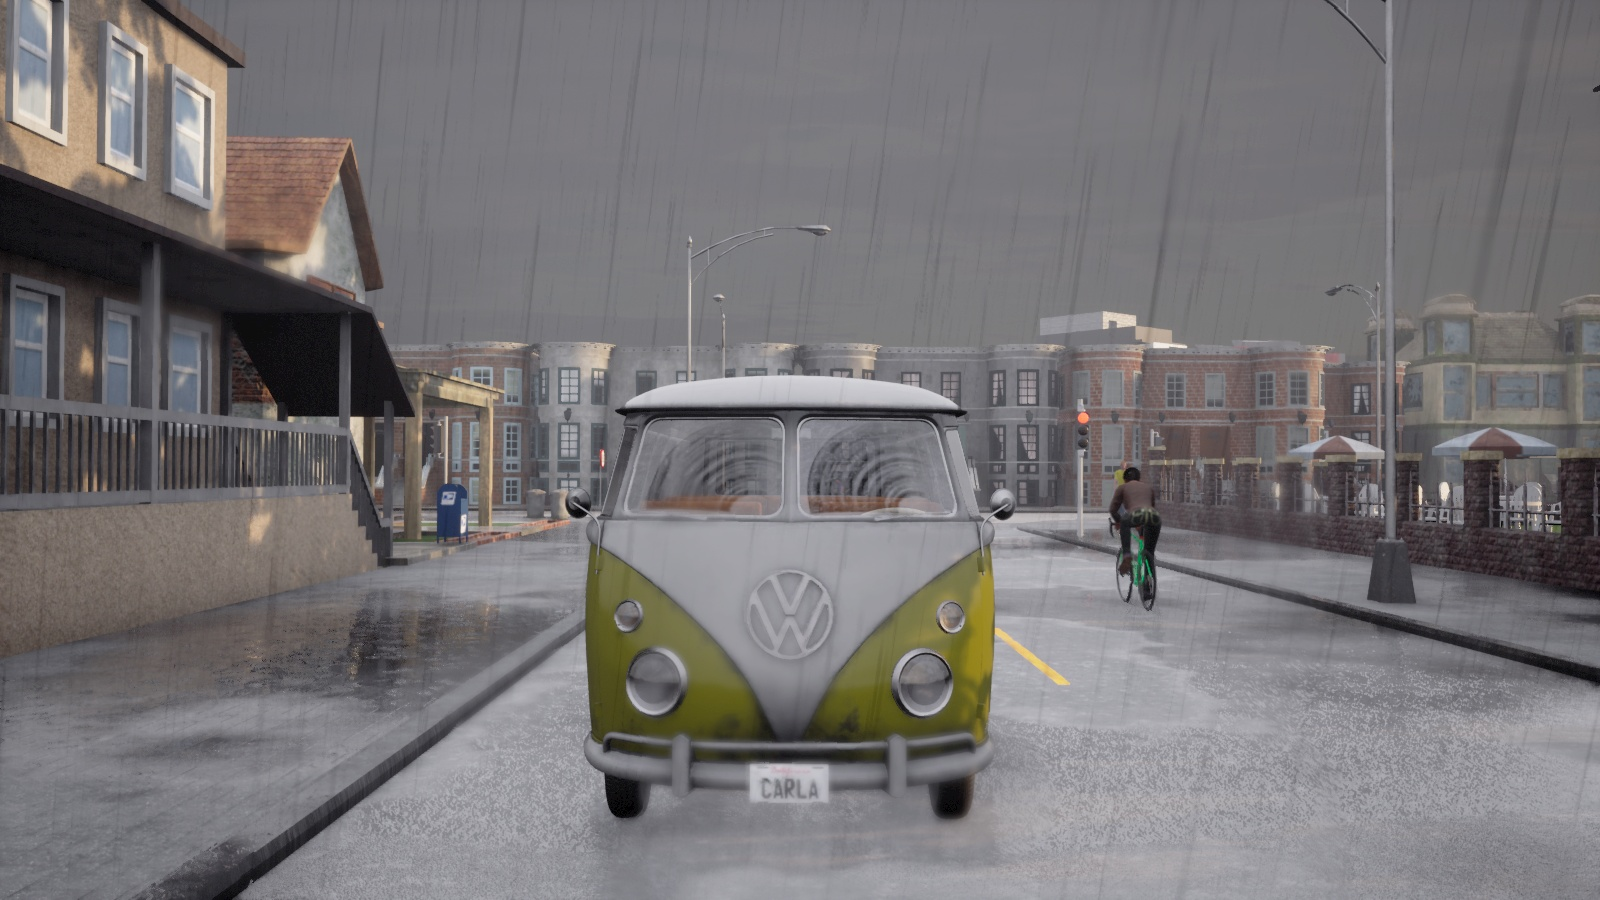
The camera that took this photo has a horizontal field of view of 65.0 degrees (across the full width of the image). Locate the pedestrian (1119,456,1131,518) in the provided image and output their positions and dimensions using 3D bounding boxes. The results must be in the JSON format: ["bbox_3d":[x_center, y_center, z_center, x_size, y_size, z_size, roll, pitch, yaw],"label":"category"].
[{"bbox_3d":[9.759,1.116,37.699,0.354,1.836,0.706,0,-1,15],"label":"pedestrian"}]

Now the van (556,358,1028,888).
[{"bbox_3d":[-0.043,0.684,6.958,1.775,1.987,4.442,0,-1,0],"label":"van"}]

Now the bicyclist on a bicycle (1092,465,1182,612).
[{"bbox_3d":[3.918,0.998,14.715,0.582,1.620,1.656,0,-1,0],"label":"bicyclist on a bicycle"}]
